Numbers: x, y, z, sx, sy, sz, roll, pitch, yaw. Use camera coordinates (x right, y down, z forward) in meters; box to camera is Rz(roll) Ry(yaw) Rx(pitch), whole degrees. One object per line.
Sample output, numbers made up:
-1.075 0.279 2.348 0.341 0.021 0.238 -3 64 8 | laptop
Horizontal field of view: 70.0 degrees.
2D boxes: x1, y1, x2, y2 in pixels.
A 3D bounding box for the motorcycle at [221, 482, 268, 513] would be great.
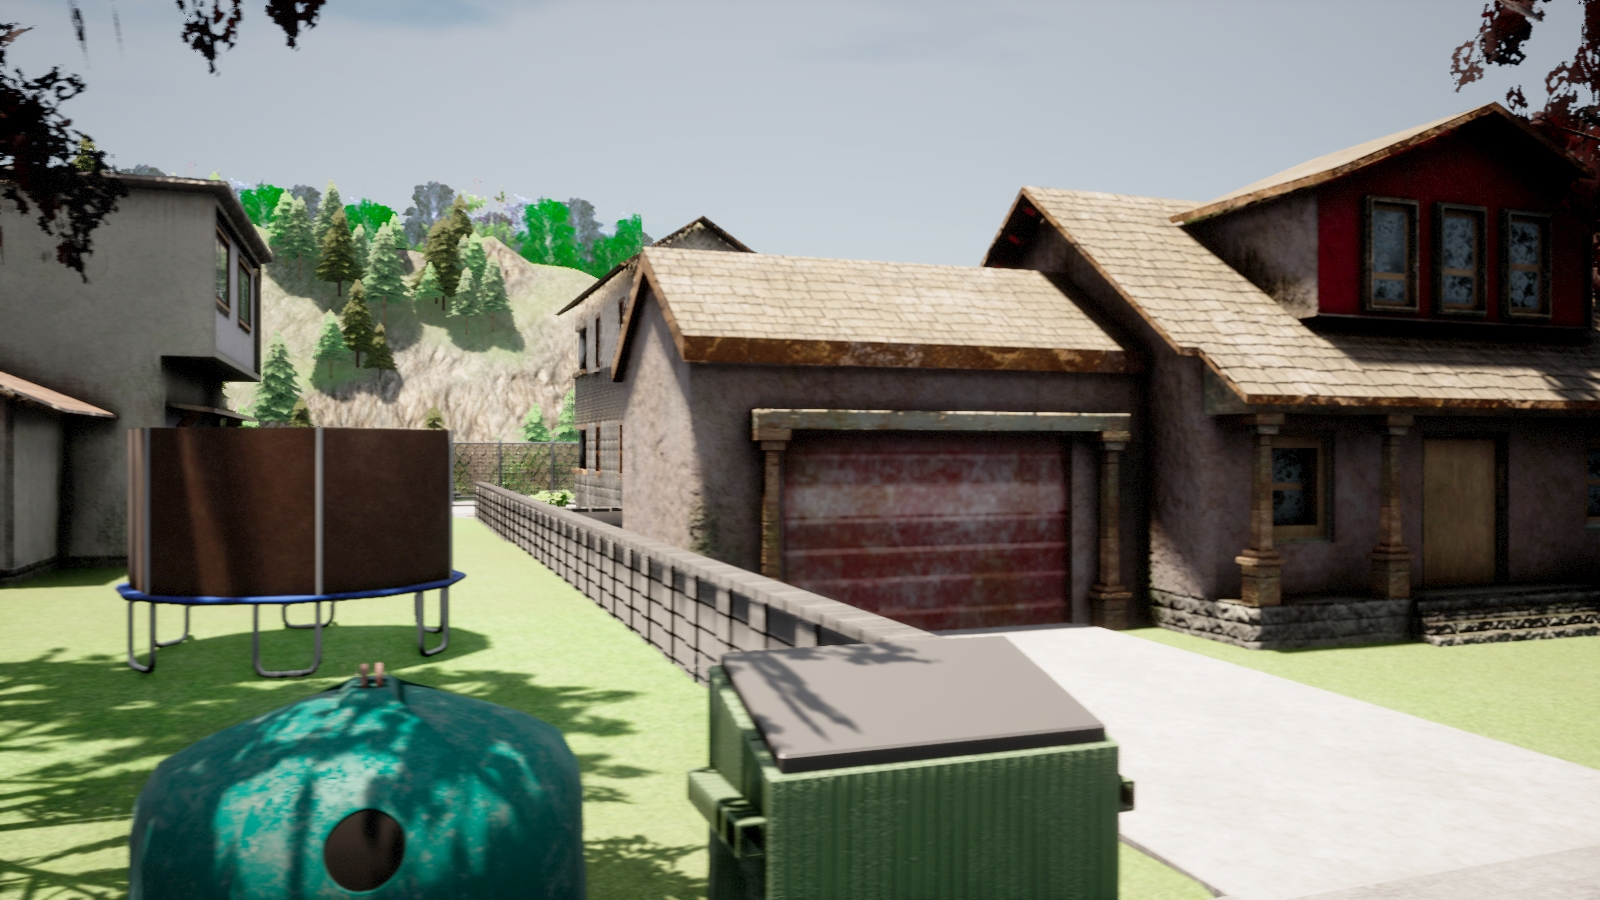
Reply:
-25.104 2.143 51.660 1.805 1.316 0.856 0 0 -20 | motorcycle
